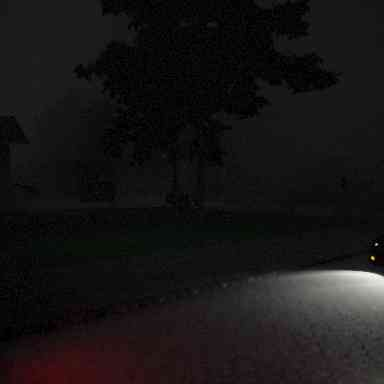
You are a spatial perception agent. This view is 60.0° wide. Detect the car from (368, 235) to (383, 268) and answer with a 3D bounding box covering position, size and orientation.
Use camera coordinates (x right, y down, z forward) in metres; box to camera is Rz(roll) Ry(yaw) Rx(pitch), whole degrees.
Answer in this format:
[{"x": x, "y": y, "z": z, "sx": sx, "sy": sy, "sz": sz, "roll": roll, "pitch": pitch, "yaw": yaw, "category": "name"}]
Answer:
[{"x": 6.806, "y": 1.398, "z": 9.312, "sx": 4.181, "sy": 1.385, "sz": 1.994, "roll": -1, "pitch": 1, "yaw": -34, "category": "car"}]
